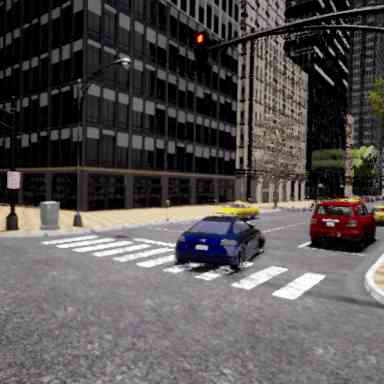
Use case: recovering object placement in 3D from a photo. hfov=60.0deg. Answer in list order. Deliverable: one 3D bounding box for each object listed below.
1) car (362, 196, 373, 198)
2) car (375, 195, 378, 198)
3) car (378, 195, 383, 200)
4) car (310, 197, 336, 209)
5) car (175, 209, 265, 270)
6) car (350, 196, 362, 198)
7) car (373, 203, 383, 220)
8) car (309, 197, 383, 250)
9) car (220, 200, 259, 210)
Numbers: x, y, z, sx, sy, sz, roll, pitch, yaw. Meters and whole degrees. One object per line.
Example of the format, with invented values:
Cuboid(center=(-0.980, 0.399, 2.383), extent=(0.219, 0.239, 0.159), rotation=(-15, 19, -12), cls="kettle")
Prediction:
Cuboid(center=(33.486, 1.469, 64.995), extent=(1.802, 1.307, 4.206), rotation=(2, 1, 36), cls="car")
Cuboid(center=(36.837, 1.448, 69.529), extent=(2.008, 1.369, 4.403), rotation=(2, 1, 36), cls="car")
Cuboid(center=(46.890, 1.478, 83.132), extent=(2.008, 1.369, 4.403), rotation=(2, 1, 36), cls="car")
Cuboid(center=(16.731, 1.396, 42.323), extent=(1.947, 1.339, 4.313), rotation=(2, 1, 36), cls="car")
Cuboid(center=(1.066, 1.490, 11.037), extent=(1.994, 1.385, 4.181), rotation=(1, 1, 23), cls="car")
Cuboid(center=(26.684, 1.390, 55.789), extent=(1.752, 1.417, 4.829), rotation=(2, 1, 36), cls="car")
Cuboid(center=(16.770, 1.637, 28.282), extent=(1.802, 1.307, 4.206), rotation=(2, 1, 36), cls="car")
Cuboid(center=(6.718, 1.328, 14.671), extent=(2.192, 1.841, 5.009), rotation=(2, 1, 36), cls="car")
Cuboid(center=(3.226, 1.302, 24.049), extent=(1.752, 1.417, 4.829), rotation=(2, 1, 36), cls="car")
